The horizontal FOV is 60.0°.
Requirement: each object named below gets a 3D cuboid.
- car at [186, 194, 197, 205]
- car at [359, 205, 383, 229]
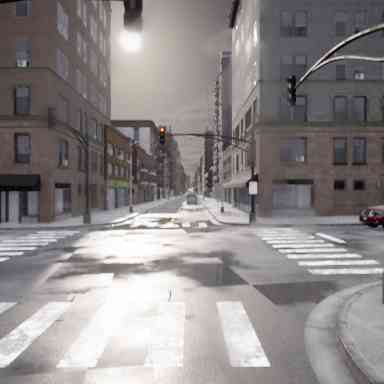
[{"bbox_3d":[-0.017,1.567,60.021,2.033,1.411,5.357,0,0,0],"label":"car"},{"bbox_3d":[12.052,1.115,18.376,5.009,1.841,2.192,-1,1,0],"label":"car"}]
